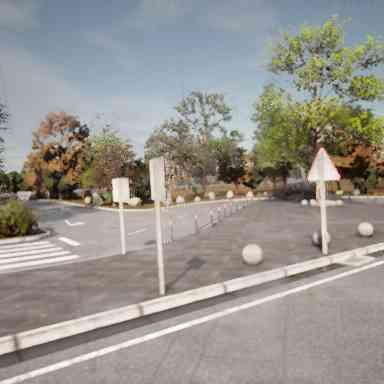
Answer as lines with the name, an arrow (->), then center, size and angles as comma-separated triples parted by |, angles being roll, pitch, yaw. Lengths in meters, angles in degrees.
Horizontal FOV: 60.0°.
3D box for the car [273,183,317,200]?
car -> 13.089, -0.092, 41.870 | 5.566, 2.045, 2.150 | -1, 2, 10
